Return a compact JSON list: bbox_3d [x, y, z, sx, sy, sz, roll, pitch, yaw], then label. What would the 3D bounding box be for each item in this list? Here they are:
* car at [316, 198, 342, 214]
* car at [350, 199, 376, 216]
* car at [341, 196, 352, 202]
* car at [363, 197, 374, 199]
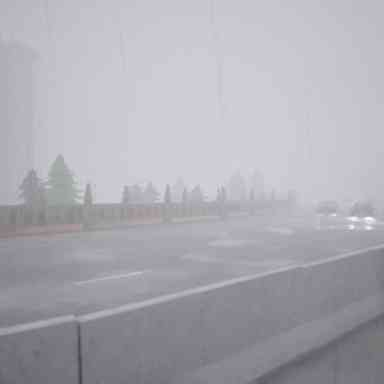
[{"bbox_3d":[15.193,1.655,36.984,1.812,1.442,4.674,0,0,30],"label":"car"},{"bbox_3d":[17.200,1.695,33.466,1.895,1.301,4.718,-1,0,31],"label":"car"},{"bbox_3d":[32.871,1.523,70.793,1.882,1.535,5.008,-1,0,20],"label":"car"},{"bbox_3d":[34.282,1.638,64.394,1.882,1.535,5.008,-1,0,20],"label":"car"}]
